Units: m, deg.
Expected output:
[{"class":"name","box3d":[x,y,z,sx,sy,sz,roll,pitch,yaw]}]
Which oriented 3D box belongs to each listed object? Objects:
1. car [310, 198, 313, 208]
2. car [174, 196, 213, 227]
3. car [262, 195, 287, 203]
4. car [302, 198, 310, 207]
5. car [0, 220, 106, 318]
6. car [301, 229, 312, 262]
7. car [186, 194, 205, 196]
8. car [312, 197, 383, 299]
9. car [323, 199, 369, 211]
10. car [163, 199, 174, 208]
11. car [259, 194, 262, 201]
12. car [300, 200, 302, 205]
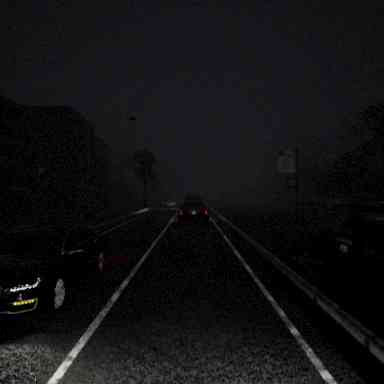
[{"class":"car","box3d":[18.723,1.521,43.658,5.008,1.535,2.097,0,0,0]},{"class":"car","box3d":[0.108,1.357,23.008,2.097,1.767,4.553,0,0,0]},{"class":"car","box3d":[18.780,1.480,74.544,4.553,1.767,2.185,0,0,0]},{"class":"car","box3d":[18.715,1.531,46.932,4.892,1.521,2.231,0,0,0]},{"class":"car","box3d":[-3.347,1.471,7.607,1.837,1.490,4.892,0,0,0]},{"class":"car","box3d":[5.595,1.443,9.273,4.892,1.521,2.231,0,0,0]},{"class":"car","box3d":[0.114,1.281,40.921,2.150,2.045,5.566,0,0,0]},{"class":"car","box3d":[5.627,1.195,6.472,5.566,2.045,2.435,0,0,0]},{"class":"car","box3d":[18.711,1.552,40.509,4.674,1.452,2.002,0,0,0]},{"class":"car","box3d":[-3.310,1.688,49.694,1.895,1.301,4.718,0,0,0]},{"class":"car","box3d":[18.710,1.656,77.713,4.674,1.452,2.002,0,0,0]},{"class":"car","box3d":[18.721,1.579,50.207,4.674,1.452,2.002,0,0,0]}]
